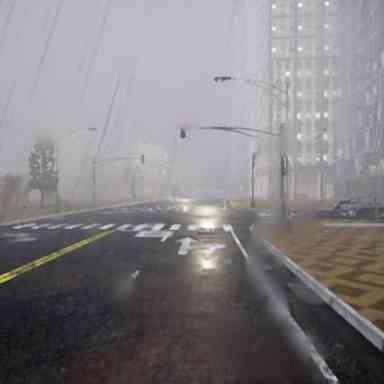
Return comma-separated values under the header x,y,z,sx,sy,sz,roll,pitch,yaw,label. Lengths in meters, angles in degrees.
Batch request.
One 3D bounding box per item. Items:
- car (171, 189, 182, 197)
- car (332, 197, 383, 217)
x,y,z,sx,sy,sz,roll,pitch,yaw,label
-3.692,0.181,79.985,2.150,2.045,5.566,0,0,5,car
13.518,1.147,25.902,4.902,1.511,2.128,0,1,6,car
